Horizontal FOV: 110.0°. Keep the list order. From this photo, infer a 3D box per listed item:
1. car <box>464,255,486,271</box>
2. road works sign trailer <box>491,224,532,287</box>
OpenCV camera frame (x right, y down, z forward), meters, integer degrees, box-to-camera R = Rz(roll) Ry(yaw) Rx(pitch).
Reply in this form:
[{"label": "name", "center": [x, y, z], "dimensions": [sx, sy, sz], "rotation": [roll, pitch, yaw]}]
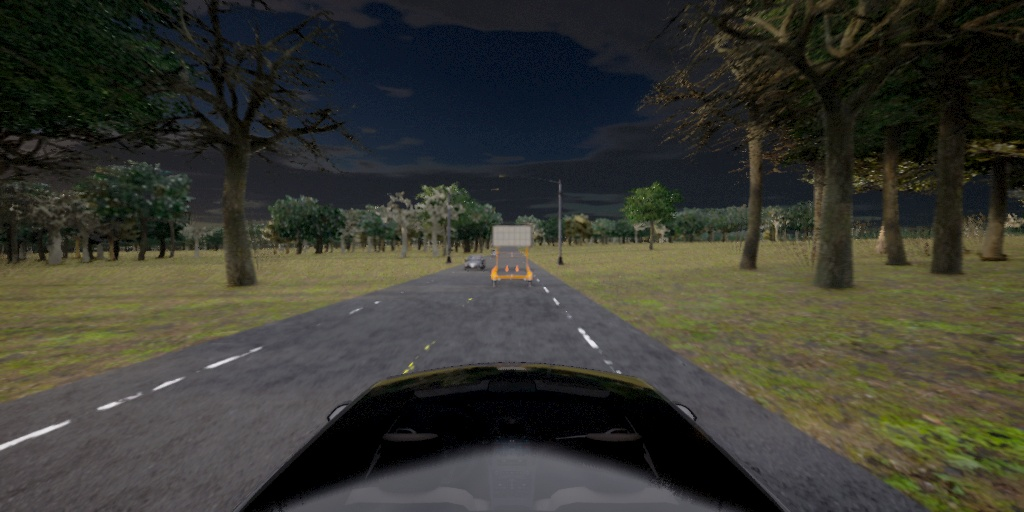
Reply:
[{"label": "car", "center": [-3.566, 0.641, 35.163], "dimensions": [2.128, 1.511, 4.902], "rotation": [0, 1, 0]}, {"label": "road works sign trailer", "center": [0.004, -0.107, 21.285], "dimensions": [2.380, 3.560, 2.880], "rotation": [0, 0, 0]}]
